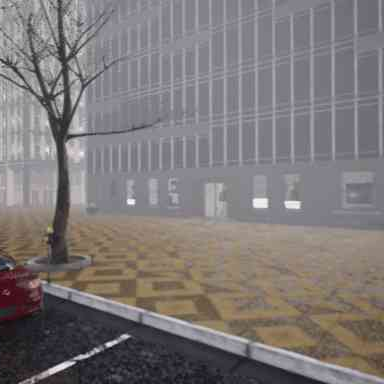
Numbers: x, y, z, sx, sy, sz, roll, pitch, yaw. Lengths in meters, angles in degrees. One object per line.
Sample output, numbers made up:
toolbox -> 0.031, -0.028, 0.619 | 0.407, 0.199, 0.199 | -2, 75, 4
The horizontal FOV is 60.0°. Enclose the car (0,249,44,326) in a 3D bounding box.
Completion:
car -> -4.321, 1.553, 5.969 | 4.206, 1.307, 1.802 | 0, 0, 36
